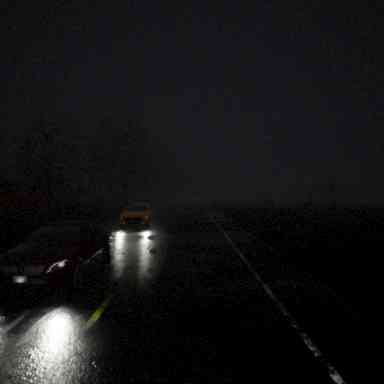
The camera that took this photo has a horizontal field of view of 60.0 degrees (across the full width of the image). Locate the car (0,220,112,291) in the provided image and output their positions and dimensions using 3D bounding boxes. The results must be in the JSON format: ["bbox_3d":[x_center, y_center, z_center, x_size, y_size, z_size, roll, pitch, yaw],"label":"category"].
[{"bbox_3d":[-3.509,1.536,9.143,1.812,1.442,4.674,0,0,0],"label":"car"}]

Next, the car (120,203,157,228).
[{"bbox_3d":[-3.512,1.502,22.419,1.882,1.535,5.008,0,0,0],"label":"car"}]
